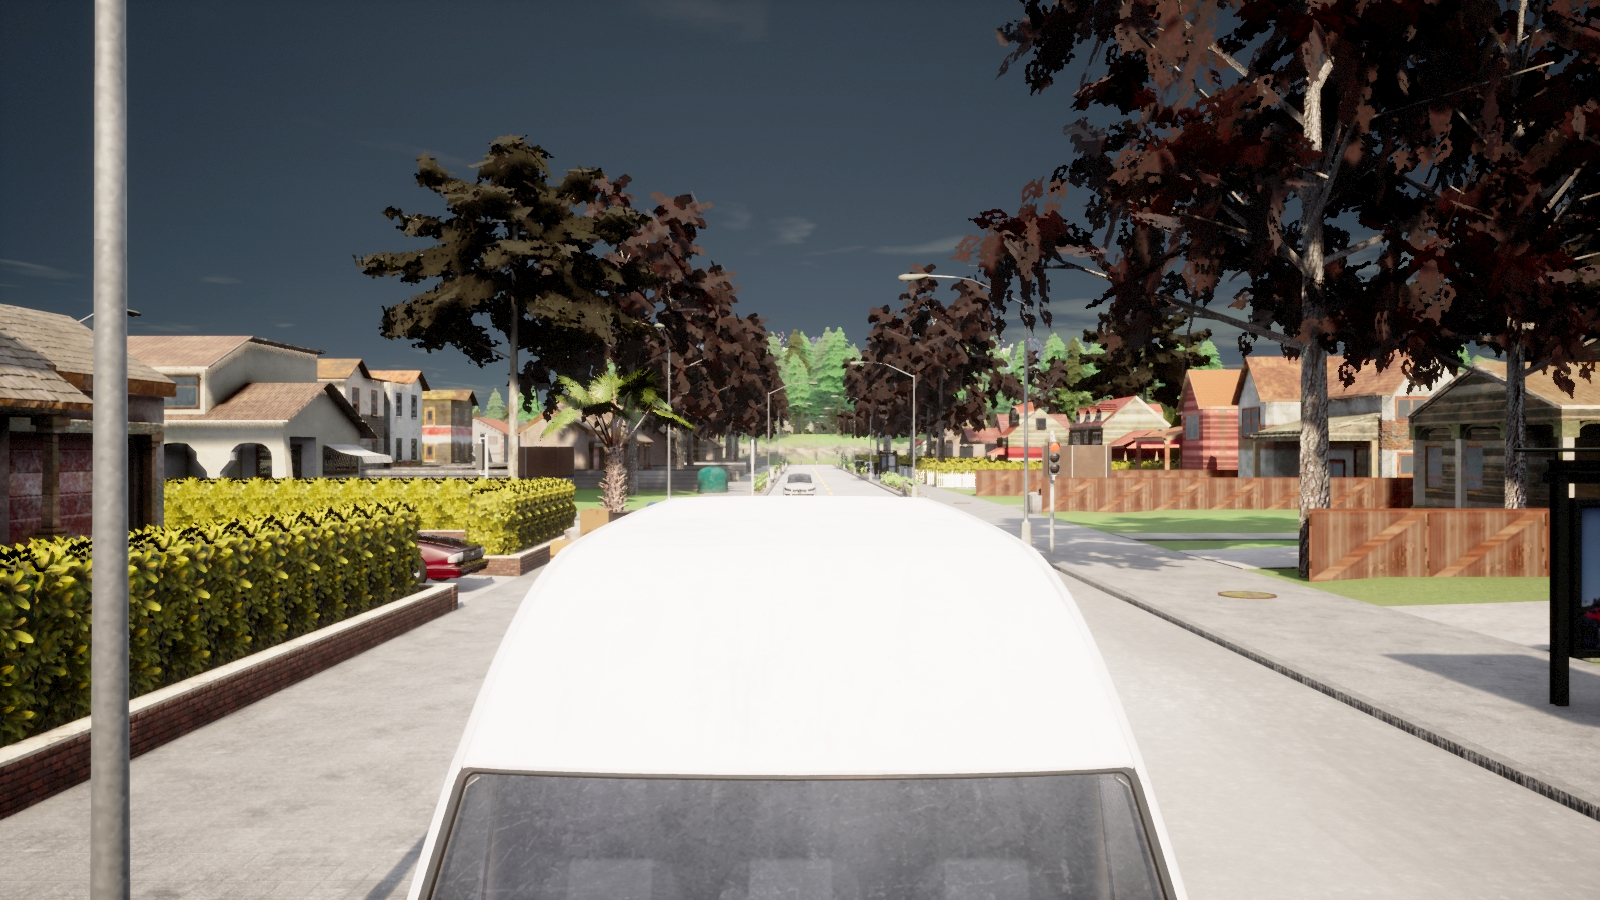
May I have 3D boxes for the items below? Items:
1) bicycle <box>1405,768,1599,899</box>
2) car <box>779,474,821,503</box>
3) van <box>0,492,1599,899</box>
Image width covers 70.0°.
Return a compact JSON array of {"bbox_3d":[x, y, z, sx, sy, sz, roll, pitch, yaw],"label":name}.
[{"bbox_3d":[2.687,2.062,3.843,0.329,1.471,1.835,0,0,0],"label":"bicycle"},{"bbox_3d":[-0.020,2.088,62.941,2.231,1.480,4.892,0,0,0],"label":"car"},{"bbox_3d":[0.002,1.537,4.030,1.988,2.561,5.915,0,0,0],"label":"van"}]
